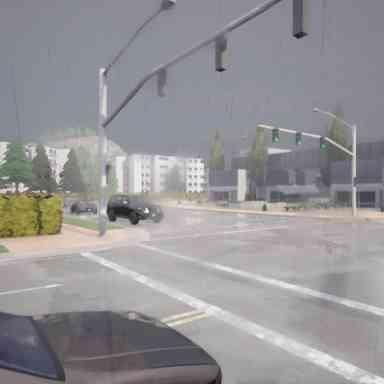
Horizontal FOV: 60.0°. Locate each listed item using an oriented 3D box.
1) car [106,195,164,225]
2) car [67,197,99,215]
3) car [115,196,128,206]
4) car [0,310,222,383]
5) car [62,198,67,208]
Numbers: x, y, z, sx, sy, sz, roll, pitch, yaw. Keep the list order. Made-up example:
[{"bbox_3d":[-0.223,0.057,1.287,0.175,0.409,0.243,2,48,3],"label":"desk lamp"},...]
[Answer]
[{"bbox_3d":[-4.344,1.215,24.566,2.150,2.045,5.566,0,0,-39],"label":"car"},{"bbox_3d":[-10.968,1.558,33.793,1.994,1.385,4.181,0,0,-33],"label":"car"},{"bbox_3d":[-11.622,1.464,54.963,1.882,1.535,5.008,0,0,-9],"label":"car"},{"bbox_3d":[-2.271,1.548,2.146,5.357,1.411,2.033,0,0,-35],"label":"car"},{"bbox_3d":[-17.279,1.518,47.361,1.812,1.442,4.674,0,0,-15],"label":"car"}]
